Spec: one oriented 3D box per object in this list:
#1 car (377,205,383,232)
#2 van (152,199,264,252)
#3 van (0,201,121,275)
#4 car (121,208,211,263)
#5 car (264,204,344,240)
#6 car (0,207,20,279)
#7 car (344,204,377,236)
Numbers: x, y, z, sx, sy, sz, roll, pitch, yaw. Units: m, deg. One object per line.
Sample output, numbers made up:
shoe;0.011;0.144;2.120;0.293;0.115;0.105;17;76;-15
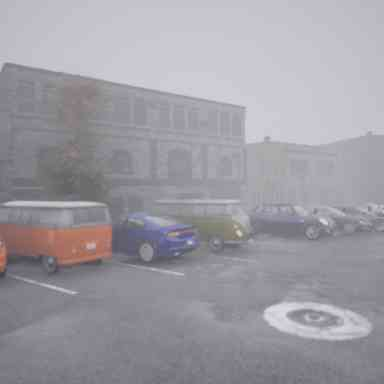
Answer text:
car;9.893;1.591;20.585;4.792;1.488;2.163;-1;-1;35
van;0.402;1.283;13.739;4.442;1.987;1.878;-1;-1;35
van;-4.575;1.267;10.462;4.442;1.987;1.878;-1;-1;35
car;-2.082;1.500;12.092;5.008;1.535;2.097;-1;-1;35
car;5.062;1.409;17.222;4.553;1.767;2.185;-1;-1;35
car;-6.843;1.357;8.678;4.553;1.767;2.185;-1;-1;35
car;7.473;1.549;18.904;4.892;1.521;2.231;-1;-1;35
